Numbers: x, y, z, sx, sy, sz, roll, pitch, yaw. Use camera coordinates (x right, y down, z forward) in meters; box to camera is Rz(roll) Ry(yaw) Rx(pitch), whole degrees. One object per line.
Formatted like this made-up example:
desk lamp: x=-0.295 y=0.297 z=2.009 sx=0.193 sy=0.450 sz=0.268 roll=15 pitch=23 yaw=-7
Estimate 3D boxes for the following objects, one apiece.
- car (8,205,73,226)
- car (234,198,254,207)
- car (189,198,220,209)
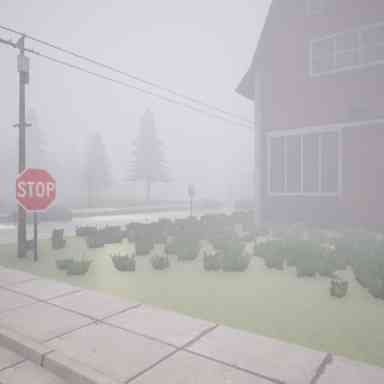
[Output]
car: x=-10.687 y=1.563 z=23.708 sx=1.994 sy=1.385 sz=4.181 roll=0 pitch=0 yaw=36
car: x=7.019 y=1.504 z=41.473 sx=1.837 sy=1.490 sz=4.892 roll=0 pitch=0 yaw=36
car: x=1.568 y=1.491 z=40.297 sx=2.128 sy=1.511 sz=4.902 roll=0 pitch=0 yaw=37
